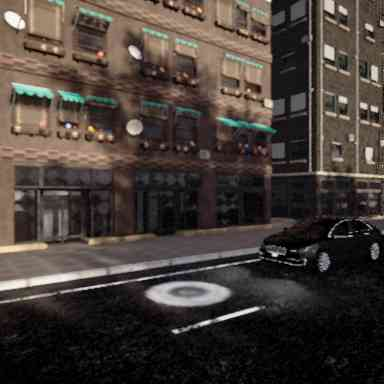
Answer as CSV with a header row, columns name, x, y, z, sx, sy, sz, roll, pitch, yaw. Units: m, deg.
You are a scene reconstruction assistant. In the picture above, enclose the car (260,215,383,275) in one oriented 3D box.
name,x,y,z,sx,sy,sz,roll,pitch,yaw
car,4.298,1.538,10.738,4.892,1.490,1.837,1,0,-35
